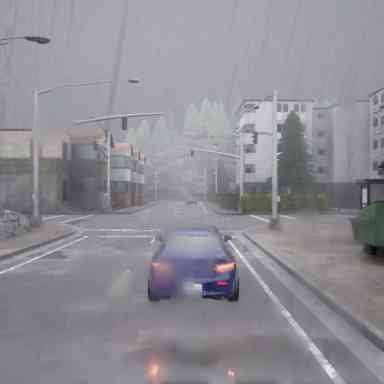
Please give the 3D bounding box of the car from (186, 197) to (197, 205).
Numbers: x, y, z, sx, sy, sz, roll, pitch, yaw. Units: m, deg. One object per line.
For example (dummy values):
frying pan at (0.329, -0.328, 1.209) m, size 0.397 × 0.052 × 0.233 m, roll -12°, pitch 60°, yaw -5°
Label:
car at (-0.051, 1.547, 58.446) m, size 2.033 × 1.411 × 5.357 m, roll 0°, pitch 0°, yaw 0°

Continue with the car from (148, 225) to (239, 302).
car at (0.037, 1.526, 8.162) m, size 1.812 × 1.442 × 4.674 m, roll 0°, pitch 0°, yaw 0°
